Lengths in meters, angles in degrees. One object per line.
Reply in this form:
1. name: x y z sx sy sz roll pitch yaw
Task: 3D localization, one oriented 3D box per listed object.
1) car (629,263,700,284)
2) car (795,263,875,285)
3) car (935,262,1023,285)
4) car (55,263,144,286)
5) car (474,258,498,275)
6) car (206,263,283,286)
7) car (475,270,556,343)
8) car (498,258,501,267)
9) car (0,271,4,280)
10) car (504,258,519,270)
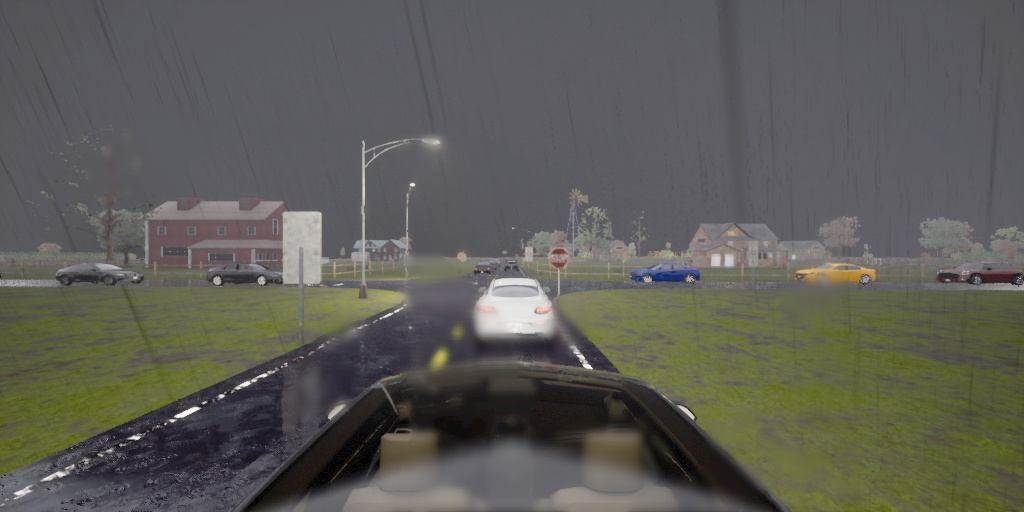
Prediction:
1. car: 11.311 1.260 26.686 5.008 1.535 1.882 0 0 -2
2. car: 24.003 1.308 26.738 5.008 1.535 1.882 0 0 0
3. car: 34.640 1.230 26.684 4.553 1.767 2.097 0 0 0
4. car: -27.534 1.195 23.992 4.674 1.442 1.812 0 0 0
5. car: -3.016 1.285 39.635 2.033 1.411 5.357 0 0 1
6. car: -17.548 1.201 23.950 4.892 1.490 1.837 0 0 0
7. car: 0.073 1.274 9.582 1.812 1.442 4.674 0 0 0
8. car: -3.013 1.279 50.047 2.033 1.411 5.357 0 0 0
9. car: -37.521 1.244 24.038 4.718 1.301 1.895 0 0 0
10. car: -0.074 1.237 48.621 1.837 1.490 4.892 0 0 0
